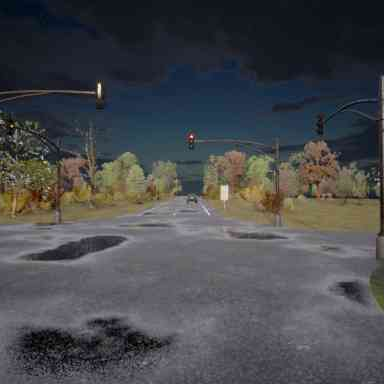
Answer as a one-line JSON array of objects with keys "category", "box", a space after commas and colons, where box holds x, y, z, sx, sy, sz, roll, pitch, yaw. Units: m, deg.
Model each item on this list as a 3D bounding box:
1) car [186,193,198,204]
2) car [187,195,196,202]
[{"category": "car", "box": [-0.009, 1.293, 67.647, 2.150, 2.045, 5.566, 0, 0, 0]}, {"category": "car", "box": [-0.011, 1.465, 78.038, 2.033, 1.411, 5.357, 0, 0, 0]}]
